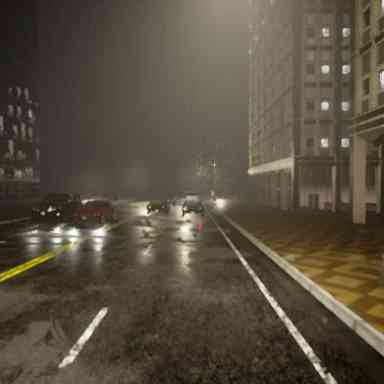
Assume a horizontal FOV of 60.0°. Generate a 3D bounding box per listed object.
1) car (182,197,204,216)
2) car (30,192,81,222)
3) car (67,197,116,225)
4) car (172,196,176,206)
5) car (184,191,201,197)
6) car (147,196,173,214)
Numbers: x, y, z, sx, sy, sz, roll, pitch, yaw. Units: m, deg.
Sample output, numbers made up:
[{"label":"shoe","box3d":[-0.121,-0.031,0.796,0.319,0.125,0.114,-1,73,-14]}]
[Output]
[{"label":"car","box3d":[0.074,1.393,29.682,1.895,1.301,4.718,0,0,0]},{"label":"car","box3d":[-9.801,1.052,24.696,2.150,2.045,5.566,0,0,0]},{"label":"car","box3d":[-6.565,1.318,22.855,1.882,1.535,5.008,0,0,0]},{"label":"car","box3d":[-3.183,1.214,46.474,2.033,1.411,5.357,0,0,0]},{"label":"car","box3d":[0.059,0.885,47.030,2.150,2.045,5.566,0,1,0]},{"label":"car","box3d":[-3.179,1.374,32.293,1.895,1.301,4.718,0,0,0]}]
